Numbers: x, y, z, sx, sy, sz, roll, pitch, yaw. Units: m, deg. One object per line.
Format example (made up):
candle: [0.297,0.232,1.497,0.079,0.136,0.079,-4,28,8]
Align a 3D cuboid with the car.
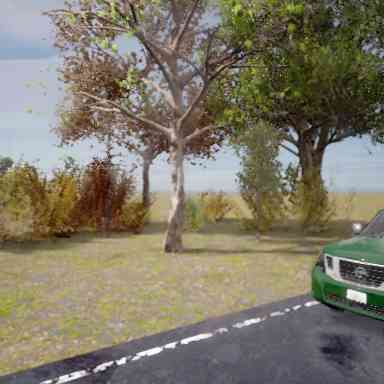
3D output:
car: [4.815,1.250,6.630,5.566,2.045,2.150,0,0,-34]
